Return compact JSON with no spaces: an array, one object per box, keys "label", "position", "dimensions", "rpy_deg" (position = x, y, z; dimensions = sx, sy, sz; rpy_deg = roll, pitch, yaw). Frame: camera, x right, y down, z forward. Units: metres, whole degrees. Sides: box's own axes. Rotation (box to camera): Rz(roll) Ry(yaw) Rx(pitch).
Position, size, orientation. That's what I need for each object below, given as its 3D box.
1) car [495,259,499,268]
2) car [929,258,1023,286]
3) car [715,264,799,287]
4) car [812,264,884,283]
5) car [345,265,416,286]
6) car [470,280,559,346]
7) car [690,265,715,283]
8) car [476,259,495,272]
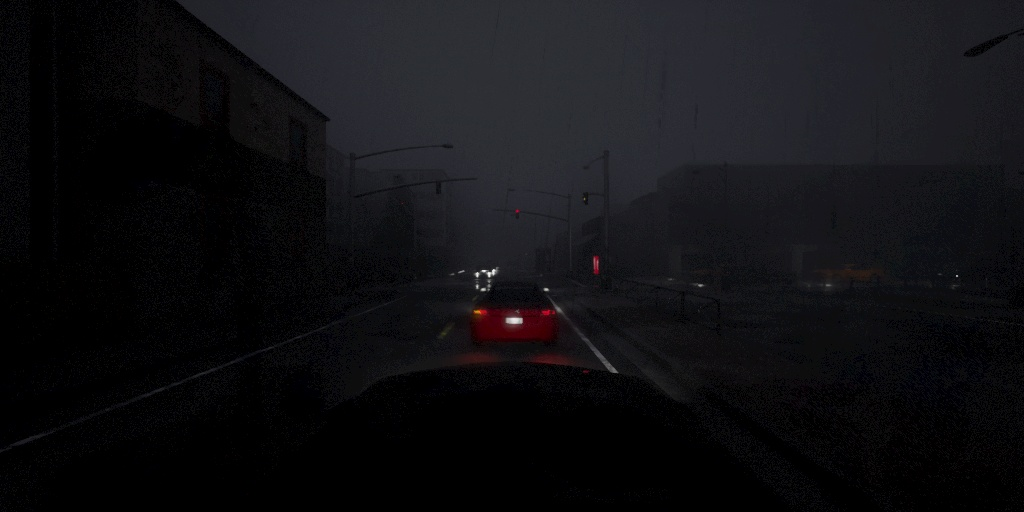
[{"label":"car","position":[-3.515,1.351,56.365],"dimensions":[1.895,1.301,4.718],"rpy_deg":[0,0,0]},{"label":"car","position":[38.047,1.148,29.516],"dimensions":[5.566,2.045,2.150],"rpy_deg":[0,0,0]},{"label":"car","position":[17.841,1.418,25.816],"dimensions":[4.902,1.511,2.128],"rpy_deg":[0,0,0]},{"label":"car","position":[27.558,1.404,29.524],"dimensions":[5.008,1.535,1.882],"rpy_deg":[0,0,0]},{"label":"car","position":[-9.618,1.401,26.342],"dimensions":[4.902,1.511,2.128],"rpy_deg":[-1,0,-9]},{"label":"car","position":[0.073,1.314,9.461],"dimensions":[1.994,1.385,4.181],"rpy_deg":[0,0,1]},{"label":"car","position":[17.332,1.404,29.515],"dimensions":[5.008,1.535,1.882],"rpy_deg":[0,0,0]},{"label":"car","position":[-3.539,1.276,46.332],"dimensions":[1.812,1.442,4.674],"rpy_deg":[0,0,0]}]
